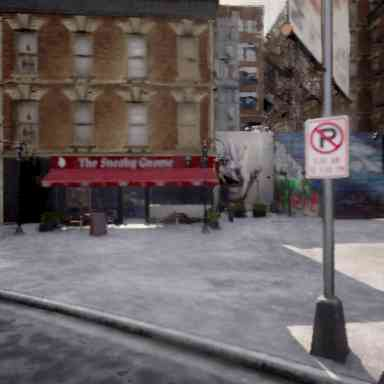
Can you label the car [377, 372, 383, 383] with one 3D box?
[{"bbox_3d":[3.223,1.472,1.010,4.892,1.490,1.837,0,0,38],"label":"car"}]
